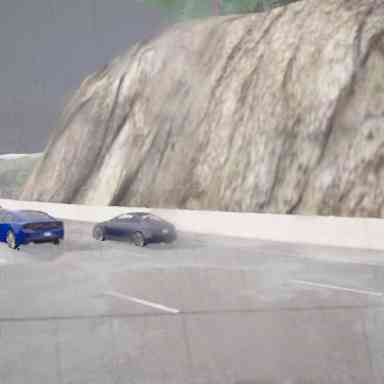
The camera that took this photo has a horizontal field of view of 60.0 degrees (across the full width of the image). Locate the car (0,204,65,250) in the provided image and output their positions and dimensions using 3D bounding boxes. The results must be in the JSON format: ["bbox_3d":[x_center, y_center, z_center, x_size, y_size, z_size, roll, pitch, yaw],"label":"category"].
[{"bbox_3d":[-7.523,1.503,14.611,5.008,1.535,1.882,0,0,41],"label":"car"}]

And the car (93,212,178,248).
[{"bbox_3d":[-2.648,1.594,15.084,4.181,1.385,1.994,0,0,40],"label":"car"}]
